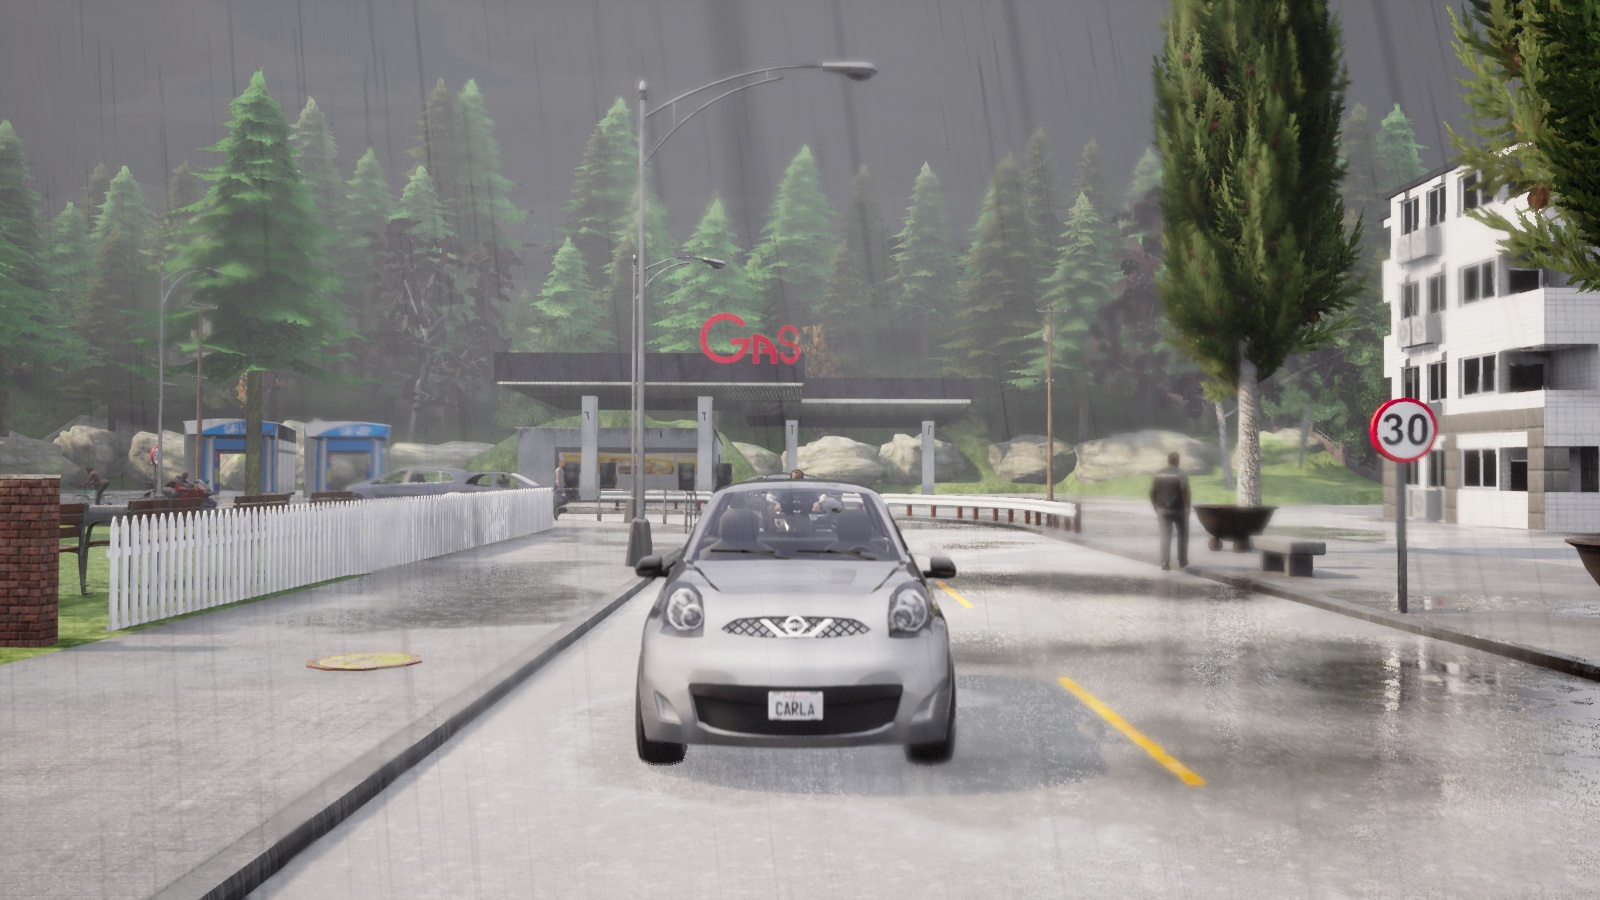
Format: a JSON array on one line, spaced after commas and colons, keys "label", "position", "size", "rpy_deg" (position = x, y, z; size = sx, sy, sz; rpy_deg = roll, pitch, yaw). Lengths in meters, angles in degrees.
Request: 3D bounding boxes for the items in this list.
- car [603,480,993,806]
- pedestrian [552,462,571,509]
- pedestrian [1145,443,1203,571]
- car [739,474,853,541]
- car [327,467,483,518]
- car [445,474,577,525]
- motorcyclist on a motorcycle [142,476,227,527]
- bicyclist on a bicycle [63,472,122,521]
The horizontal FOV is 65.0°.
[{"label": "car", "position": [-0.015, 0.958, 7.763], "size": [1.845, 1.501, 3.633], "rpy_deg": [0, -1, 0]}, {"label": "pedestrian", "position": [-9.263, 1.379, 48.780], "size": [0.706, 1.836, 0.354], "rpy_deg": [0, -1, -1]}, {"label": "pedestrian", "position": [5.658, 0.845, 18.983], "size": [0.563, 1.883, 0.849], "rpy_deg": [-1, -1, 36]}, {"label": "car", "position": [-0.193, 1.333, 30.602], "size": [1.837, 1.490, 4.892], "rpy_deg": [0, -1, -11]}, {"label": "car", "position": [-13.421, 1.430, 42.840], "size": [4.611, 1.667, 2.242], "rpy_deg": [0, -1, 0]}, {"label": "car", "position": [-8.886, 1.515, 38.779], "size": [3.633, 1.501, 1.845], "rpy_deg": [0, -1, 2]}, {"label": "motorcyclist on a motorcycle", "position": [-19.010, 1.576, 38.797], "size": [2.191, 1.530, 0.866], "rpy_deg": [0, -1, 0]}, {"label": "bicyclist on a bicycle", "position": [-24.099, 1.581, 42.777], "size": [1.656, 1.620, 0.582], "rpy_deg": [0, -1, 0]}]
